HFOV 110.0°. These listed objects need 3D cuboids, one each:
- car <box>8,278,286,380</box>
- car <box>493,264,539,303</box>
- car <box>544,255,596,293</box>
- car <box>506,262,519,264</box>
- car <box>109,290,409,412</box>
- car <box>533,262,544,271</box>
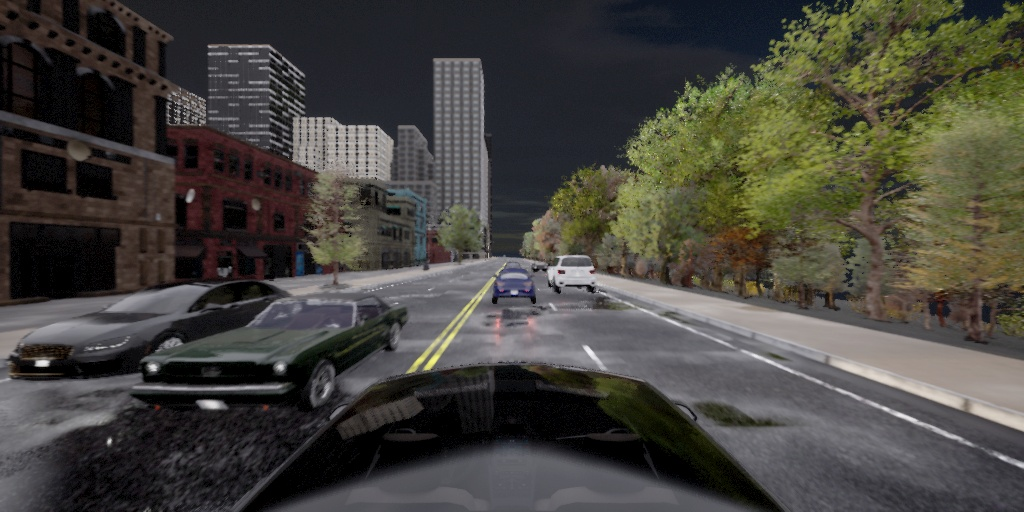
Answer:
[{"bbox_3d":[-6.604,1.257,7.468,1.837,1.490,4.892,0,0,0],"label":"car"},{"bbox_3d":[0.089,1.285,16.683,1.812,1.442,4.674,0,0,0],"label":"car"},{"bbox_3d":[3.337,0.983,20.934,2.150,2.045,5.566,0,0,0],"label":"car"},{"bbox_3d":[0.075,1.315,38.503,2.033,1.411,5.357,0,0,0],"label":"car"},{"bbox_3d":[-3.355,1.353,6.210,1.895,1.301,4.718,0,0,0],"label":"car"},{"bbox_3d":[3.323,1.370,44.066,1.895,1.301,4.718,0,0,0],"label":"car"}]
